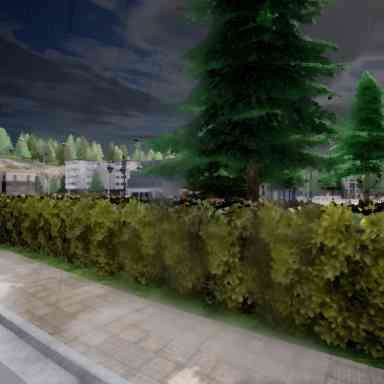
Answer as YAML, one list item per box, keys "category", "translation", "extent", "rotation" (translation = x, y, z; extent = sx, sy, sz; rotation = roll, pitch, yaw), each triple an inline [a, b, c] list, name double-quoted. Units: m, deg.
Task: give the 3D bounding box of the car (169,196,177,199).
- category: "car"
  translation: [-3.307, 1.374, 56.039]
  extent: [1.845, 1.501, 3.633]
  rotation: [0, 0, 43]

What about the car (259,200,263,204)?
- category: "car"
  translation: [9.648, 1.352, 44.189]
  extent: [2.097, 1.767, 4.553]
  rotation: [0, 0, 43]

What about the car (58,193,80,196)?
- category: "car"
  translation: [-28.396, 1.154, 79.405]
  extent: [2.152, 1.636, 5.027]
  rotation: [0, 0, 43]

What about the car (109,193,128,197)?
- category: "car"
  translation: [-10.572, 1.384, 52.698]
  extent: [1.970, 1.475, 3.806]
  rotation: [0, 0, 43]

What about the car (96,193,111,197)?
- category: "car"
  translation: [-16.710, 1.097, 68.913]
  extent: [1.932, 1.855, 4.605]
  rotation: [0, 0, 43]

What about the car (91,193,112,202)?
- category: "car"
  translation: [-19.104, 1.077, 70.610]
  extent: [1.905, 1.878, 3.866]
  rotation: [0, 0, 43]
